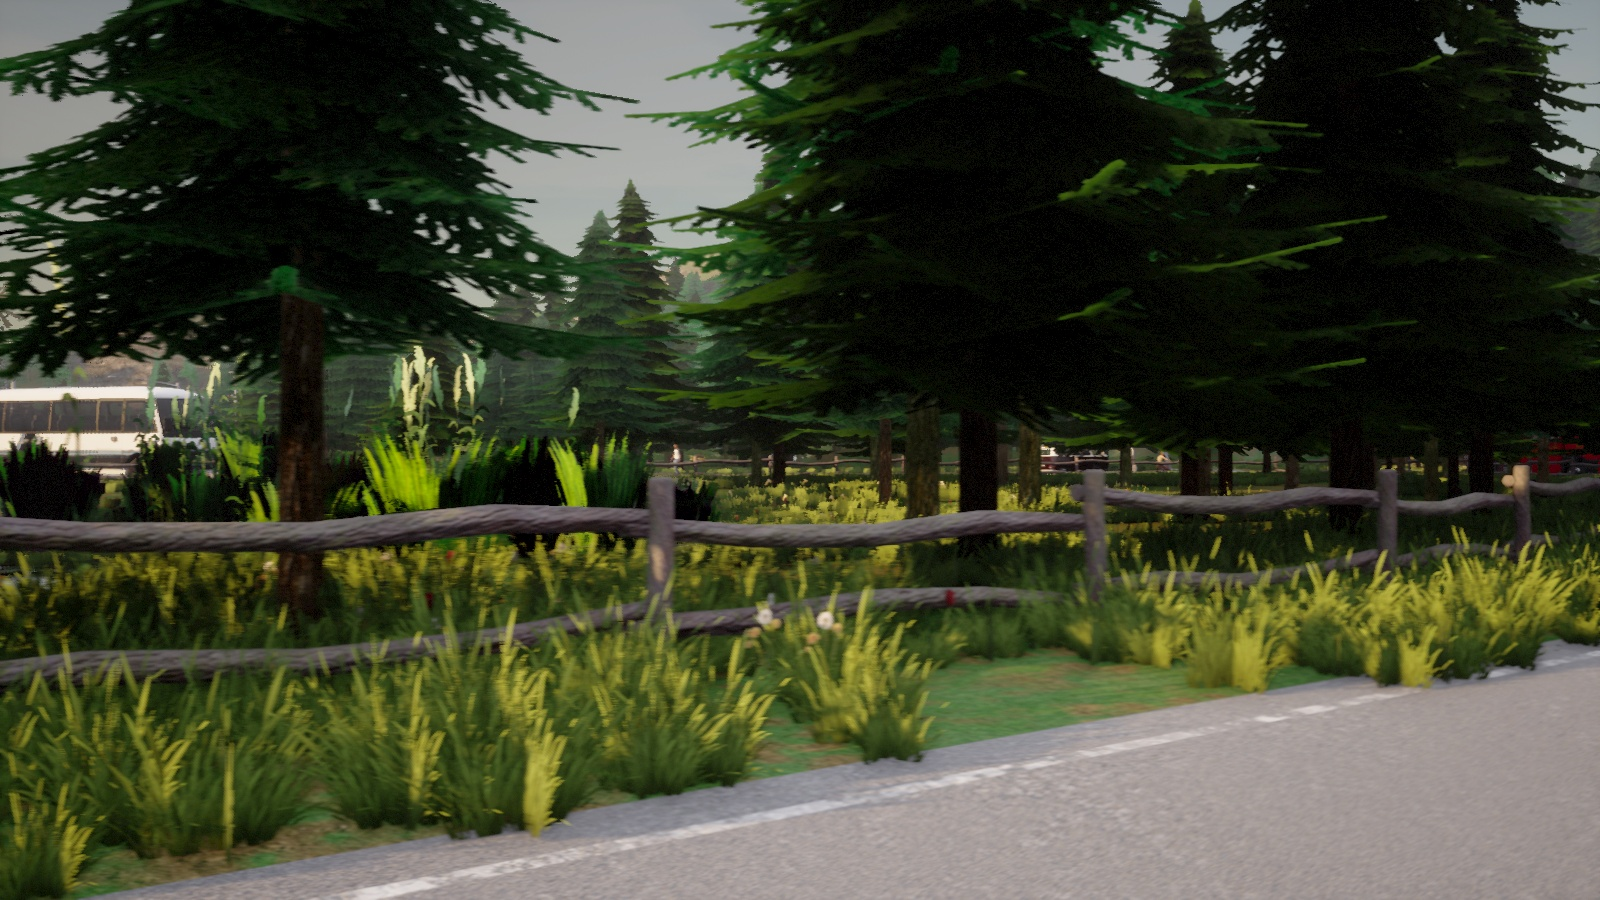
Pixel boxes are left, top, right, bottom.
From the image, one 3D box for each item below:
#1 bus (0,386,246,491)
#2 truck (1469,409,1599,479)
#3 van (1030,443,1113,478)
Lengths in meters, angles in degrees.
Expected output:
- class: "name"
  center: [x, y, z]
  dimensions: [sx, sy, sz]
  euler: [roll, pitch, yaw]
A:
- class: "bus"
  center: [-29.559, -0.461, 54.090]
  dimensions: [10.273, 4.253, 3.944]
  euler: [0, 1, 17]
- class: "truck"
  center: [43.456, -0.334, 72.537]
  dimensions: [2.891, 3.827, 8.468]
  euler: [0, 0, -25]
- class: "van"
  center: [16.048, 0.590, 74.213]
  dimensions: [4.480, 2.038, 2.069]
  euler: [0, 0, -27]
